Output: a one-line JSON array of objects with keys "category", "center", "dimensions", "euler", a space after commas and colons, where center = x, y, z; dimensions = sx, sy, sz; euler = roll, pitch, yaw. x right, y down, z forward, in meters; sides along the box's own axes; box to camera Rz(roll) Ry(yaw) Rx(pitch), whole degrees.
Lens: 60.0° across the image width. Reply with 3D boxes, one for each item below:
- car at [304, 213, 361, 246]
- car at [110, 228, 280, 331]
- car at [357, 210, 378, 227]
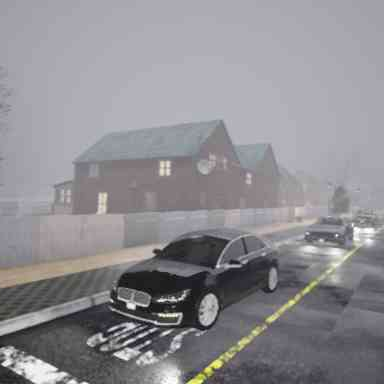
[{"category": "car", "center": [7.785, 2.059, 18.479], "dimensions": [2.033, 1.411, 5.357], "euler": [1, -1, 33]}, {"category": "car", "center": [0.418, 1.635, 7.385], "dimensions": [1.837, 1.490, 4.892], "euler": [0, 0, 35]}, {"category": "car", "center": [16.628, 2.471, 31.848], "dimensions": [2.128, 1.511, 4.902], "euler": [1, -1, 34]}]
